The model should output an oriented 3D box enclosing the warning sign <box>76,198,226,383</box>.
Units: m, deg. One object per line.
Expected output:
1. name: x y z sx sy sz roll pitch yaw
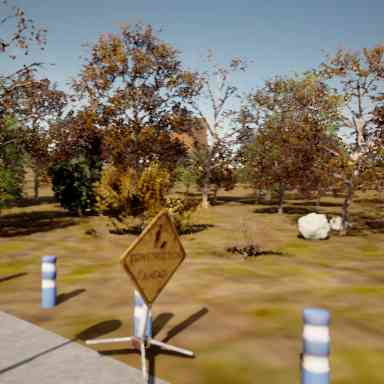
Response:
1. warning sign: -0.476 1.126 4.308 1.060 1.860 1.300 8 -2 35
